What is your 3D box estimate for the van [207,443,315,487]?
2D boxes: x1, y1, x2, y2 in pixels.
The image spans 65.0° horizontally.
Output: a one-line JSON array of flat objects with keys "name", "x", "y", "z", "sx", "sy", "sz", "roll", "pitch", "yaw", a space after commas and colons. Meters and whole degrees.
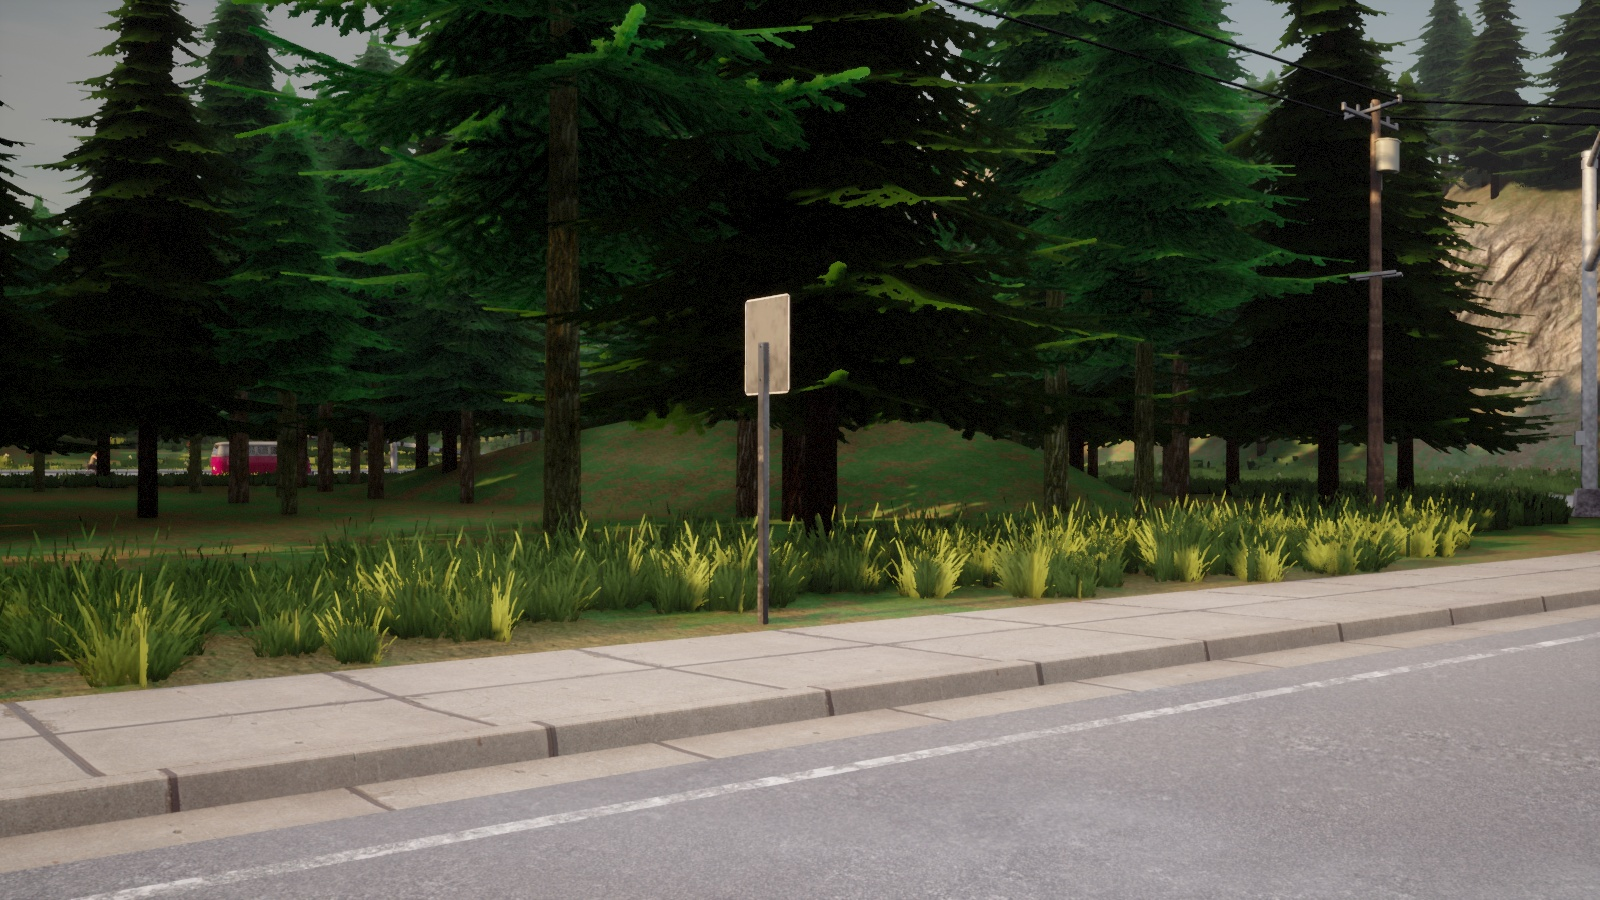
[{"name": "van", "x": -25.500, "y": 0.697, "z": 59.442, "sx": 4.442, "sy": 1.987, "sz": 1.775, "roll": 0, "pitch": 0, "yaw": -35}]

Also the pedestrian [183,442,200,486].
[{"name": "pedestrian", "x": -25.974, "y": 0.593, "z": 53.620, "sx": 0.634, "sy": 1.846, "sz": 0.331, "roll": 0, "pitch": 0, "yaw": -34}]
